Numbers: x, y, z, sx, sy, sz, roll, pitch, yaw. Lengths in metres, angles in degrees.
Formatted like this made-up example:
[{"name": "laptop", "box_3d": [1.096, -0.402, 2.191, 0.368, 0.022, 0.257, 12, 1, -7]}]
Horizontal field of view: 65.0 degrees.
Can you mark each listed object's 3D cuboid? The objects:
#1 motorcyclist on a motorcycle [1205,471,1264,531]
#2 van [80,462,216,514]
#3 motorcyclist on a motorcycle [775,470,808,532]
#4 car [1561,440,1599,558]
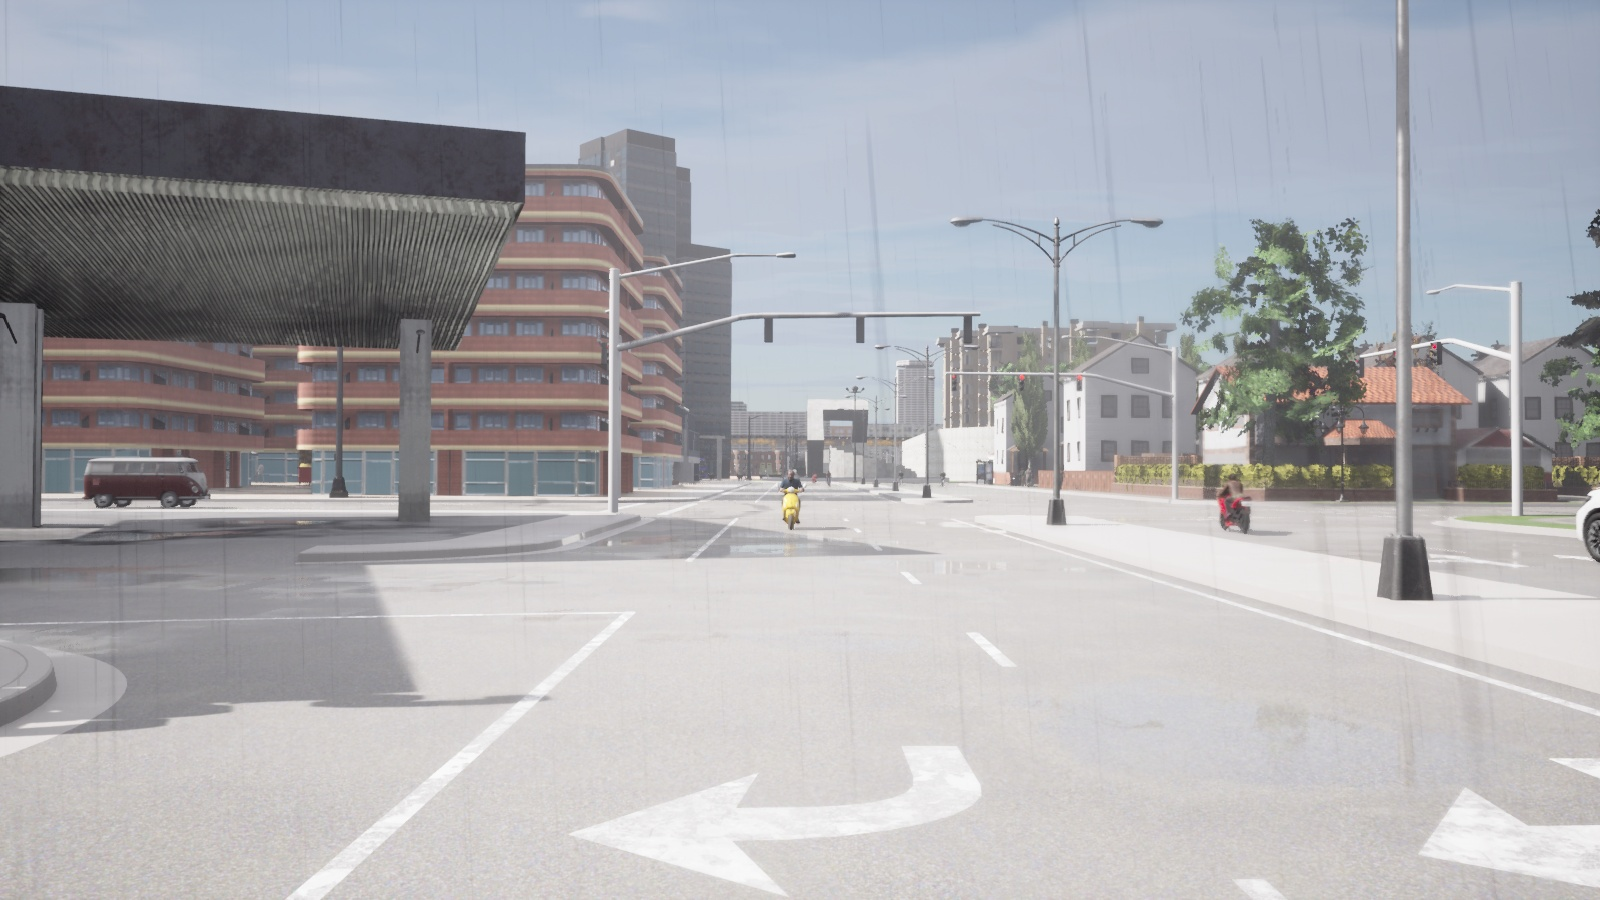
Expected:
[{"name": "motorcyclist on a motorcycle", "box_3d": [11.277, 1.299, 32.657, 0.797, 1.523, 2.044, 0, -1, 0]}, {"name": "van", "box_3d": [-25.612, 1.498, 49.434, 4.442, 1.987, 1.775, 0, -1, -1]}, {"name": "motorcyclist on a motorcycle", "box_3d": [-0.228, 1.329, 33.409, 0.866, 1.590, 1.817, 0, -1, 0]}, {"name": "car", "box_3d": [14.911, 0.810, 20.053, 2.150, 2.045, 5.566, 0, -1, 0]}]
